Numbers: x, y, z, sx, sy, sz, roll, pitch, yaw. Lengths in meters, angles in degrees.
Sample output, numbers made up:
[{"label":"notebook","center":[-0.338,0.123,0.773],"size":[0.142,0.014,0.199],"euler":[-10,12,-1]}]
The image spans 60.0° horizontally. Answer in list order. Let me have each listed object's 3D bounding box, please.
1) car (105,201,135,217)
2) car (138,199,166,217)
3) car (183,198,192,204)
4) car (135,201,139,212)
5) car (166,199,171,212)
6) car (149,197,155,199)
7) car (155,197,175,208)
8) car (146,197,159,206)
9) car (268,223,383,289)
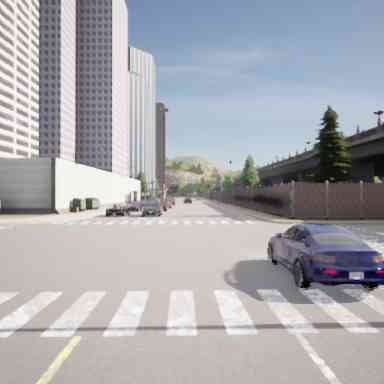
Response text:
[{"label":"car","center":[-7.518,1.857,34.307],"size":[1.895,1.301,4.718],"euler":[0,0,-1]},{"label":"car","center":[-4.018,1.760,34.361],"size":[1.837,1.490,4.892],"euler":[0,0,-1]},{"label":"car","center":[-0.994,2.085,79.071],"size":[1.837,1.490,4.892],"euler":[0,0,-1]},{"label":"car","center":[-7.639,1.874,43.849],"size":[2.033,1.411,5.357],"euler":[0,0,-1]},{"label":"car","center":[-4.136,1.925,43.621],"size":[1.895,1.301,4.718],"euler":[0,0,-1]},{"label":"car","center":[-7.744,1.948,53.907],"size":[2.033,1.411,5.357],"euler":[0,0,0]},{"label":"car","center":[-4.236,1.742,52.597],"size":[2.097,1.767,4.553],"euler":[0,0,-1]},{"label":"car","center":[-7.852,1.844,66.003],"size":[2.097,1.767,4.553],"euler":[0,-1,0]},{"label":"car","center":[3.457,1.604,9.274],"size":[1.812,1.442,4.674],"euler":[0,0,0]}]
